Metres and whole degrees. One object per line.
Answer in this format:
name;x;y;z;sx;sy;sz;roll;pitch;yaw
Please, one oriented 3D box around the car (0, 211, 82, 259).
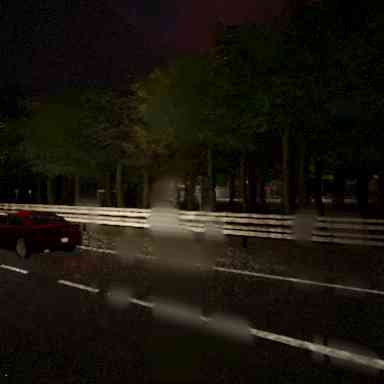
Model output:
car;-6.327;1.480;12.693;5.008;1.535;1.882;0;0;35
